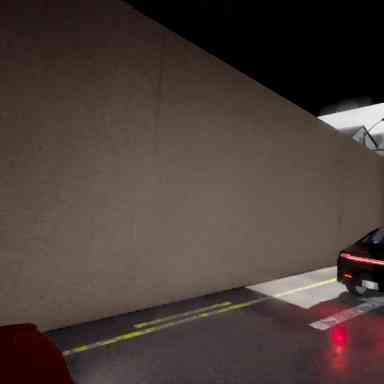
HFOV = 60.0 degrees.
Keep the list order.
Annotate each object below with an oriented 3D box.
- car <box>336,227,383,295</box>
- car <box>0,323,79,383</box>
[{"bbox_3d":[5.244,1.491,7.512,4.902,1.511,2.128,0,0,-35],"label":"car"},{"bbox_3d":[-2.998,1.601,1.687,4.718,1.301,1.895,0,0,-35],"label":"car"}]
